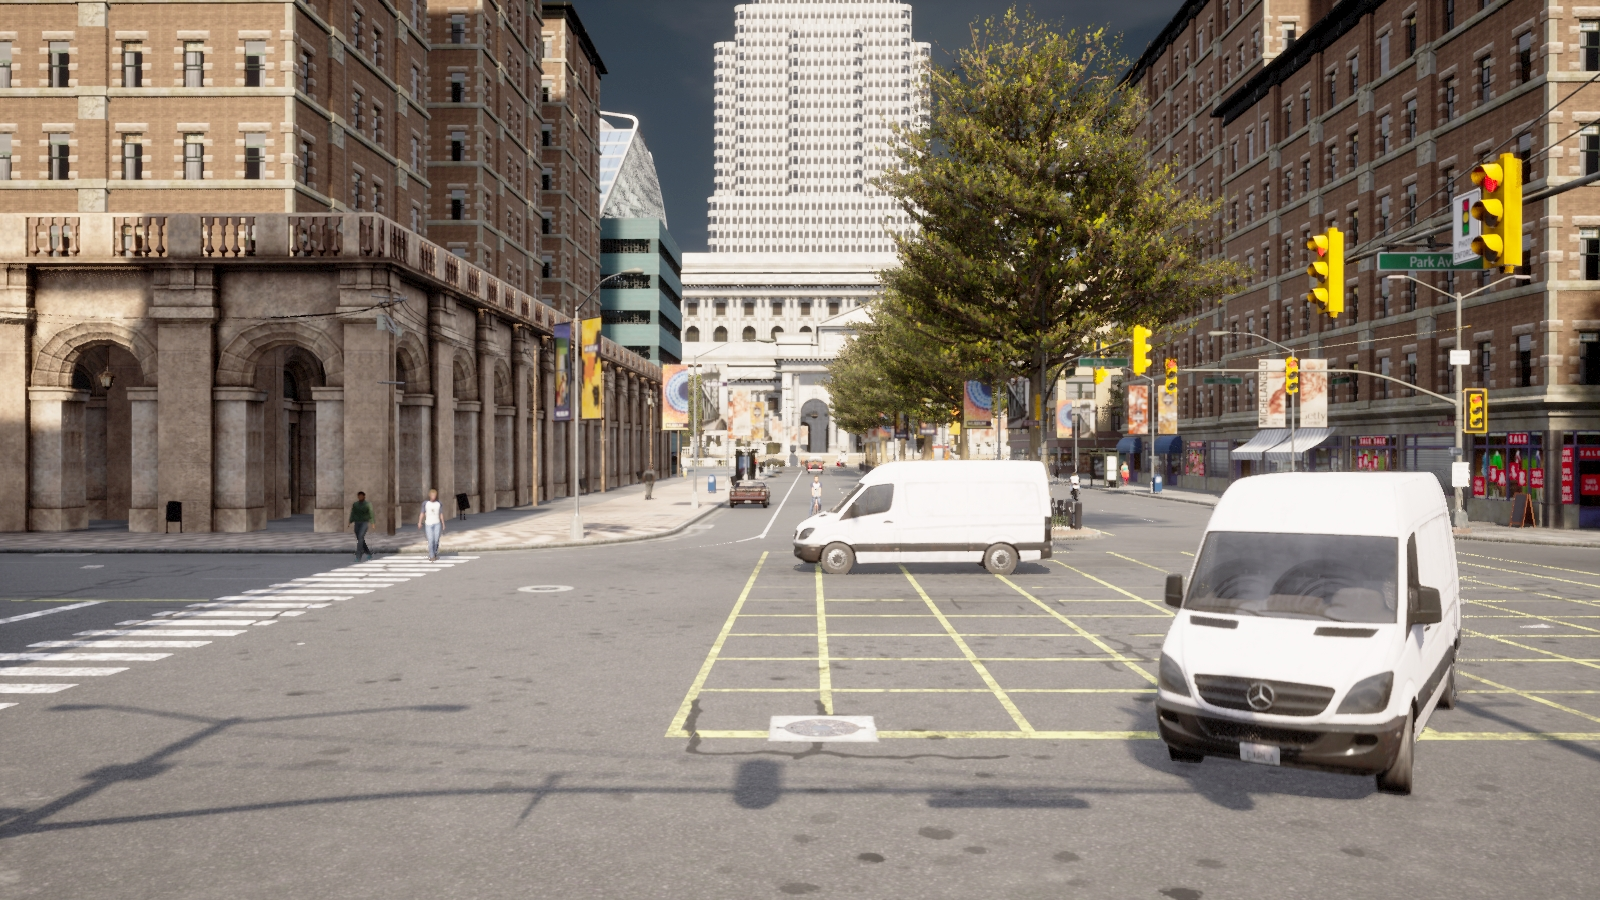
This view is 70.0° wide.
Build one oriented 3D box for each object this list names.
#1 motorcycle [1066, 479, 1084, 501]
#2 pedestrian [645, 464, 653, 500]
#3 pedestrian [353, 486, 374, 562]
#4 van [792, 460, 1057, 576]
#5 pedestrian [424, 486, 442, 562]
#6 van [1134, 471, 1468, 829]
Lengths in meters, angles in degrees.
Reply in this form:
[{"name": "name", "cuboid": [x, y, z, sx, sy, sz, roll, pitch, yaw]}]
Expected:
[{"name": "motorcycle", "cuboid": [15.276, 2.213, 63.518, 0.803, 1.145, 2.033, -1, 0, 9]}, {"name": "pedestrian", "cuboid": [-7.996, 1.696, 60.440, 0.375, 1.860, 0.375, 0, 0, 2]}, {"name": "pedestrian", "cuboid": [-10.925, 1.848, 28.581, 0.375, 1.860, 0.375, 0, 0, 1]}, {"name": "van", "cuboid": [2.784, 1.535, 26.523, 5.915, 2.561, 1.988, 0, 0, 0]}, {"name": "pedestrian", "cuboid": [-9.212, 1.849, 28.694, 0.375, 1.860, 0.375, 0, 0, -26]}, {"name": "van", "cuboid": [5.304, 1.534, 11.479, 1.988, 2.561, 5.915, -1, 0, 34]}]
